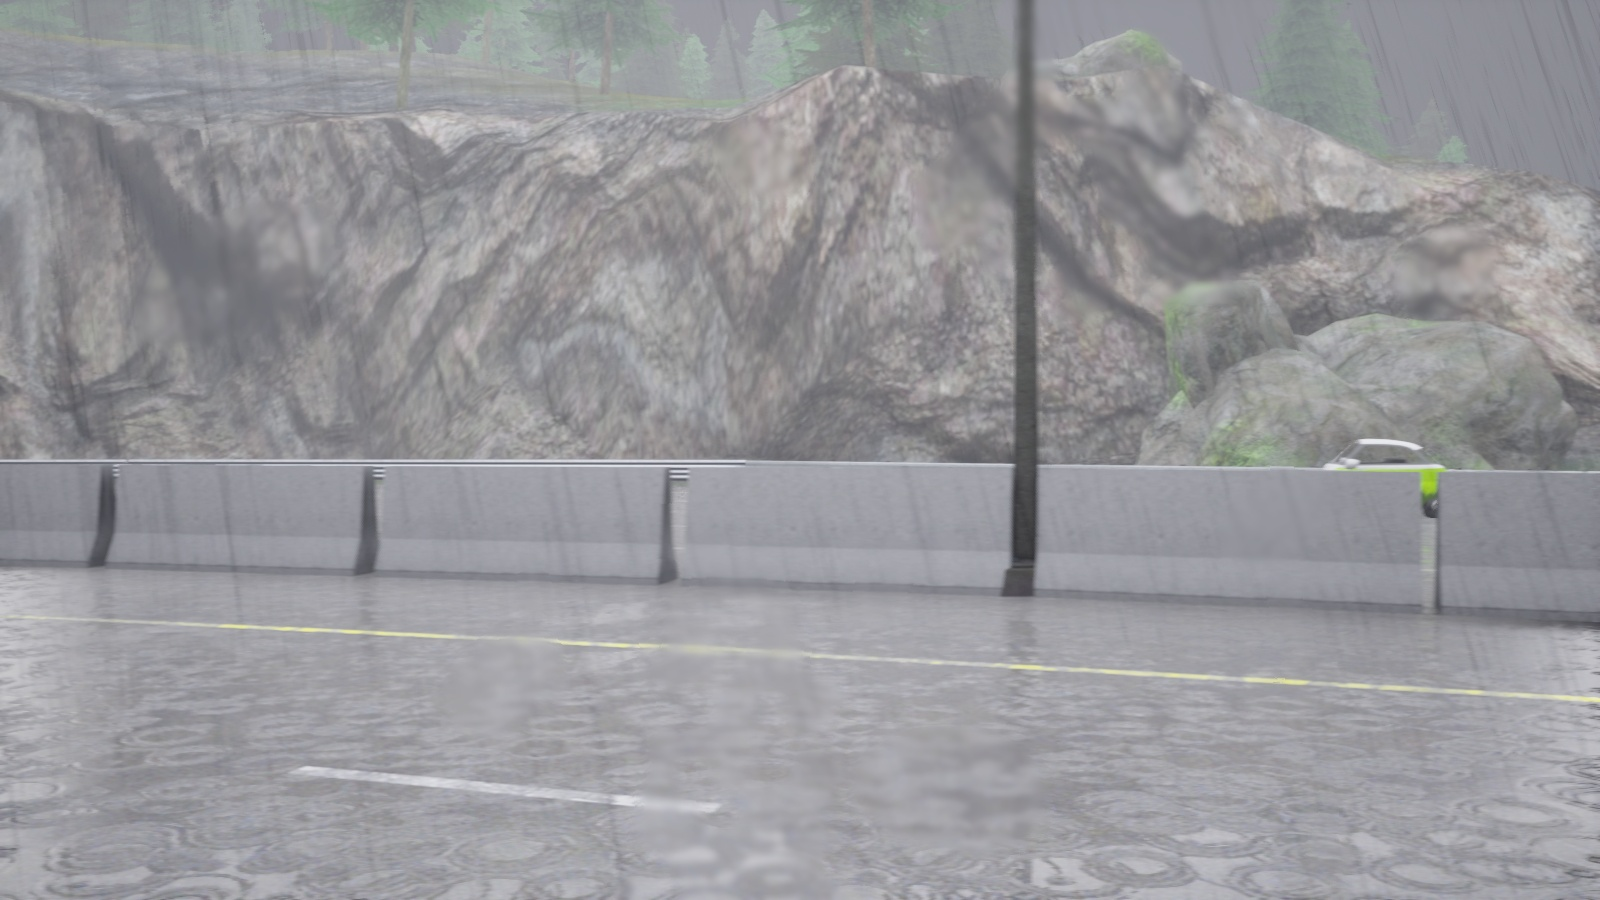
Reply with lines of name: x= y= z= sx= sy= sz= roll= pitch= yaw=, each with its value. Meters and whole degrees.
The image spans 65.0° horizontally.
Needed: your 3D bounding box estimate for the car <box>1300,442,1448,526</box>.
car: x=9.979 y=0.559 z=21.974 sx=2.207 sy=1.376 sz=1.481 roll=1 pitch=1 yaw=20
